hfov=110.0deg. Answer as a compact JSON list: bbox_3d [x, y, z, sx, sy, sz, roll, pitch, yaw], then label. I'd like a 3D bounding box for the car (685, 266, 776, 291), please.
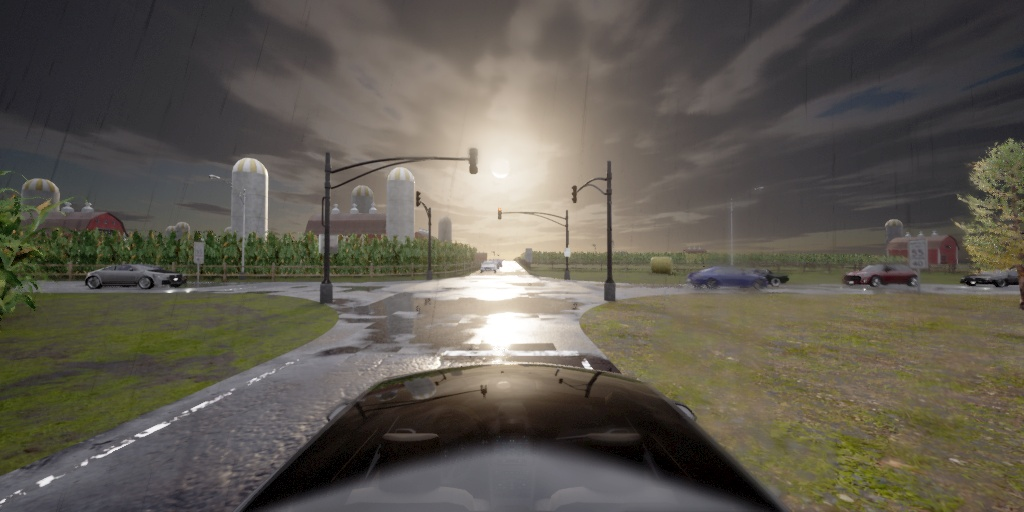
[{"bbox_3d":[13.367,1.378,22.448,4.674,1.442,1.812,0,-1,0],"label":"car"}]

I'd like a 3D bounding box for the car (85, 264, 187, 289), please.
[{"bbox_3d":[-20.969,1.117,20.125,4.181,1.385,1.994,0,-1,-3],"label":"car"}]

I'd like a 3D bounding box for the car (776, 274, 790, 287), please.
[{"bbox_3d":[17.398,1.566,26.294,4.718,1.301,1.895,1,-1,-4],"label":"car"}]

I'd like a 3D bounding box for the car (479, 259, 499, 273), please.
[{"bbox_3d":[-2.807,1.312,43.480,1.812,1.442,4.674,0,0,-1],"label":"car"}]

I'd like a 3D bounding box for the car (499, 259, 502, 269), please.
[{"bbox_3d":[-2.870,1.330,55.647,1.812,1.442,4.674,0,0,0],"label":"car"}]

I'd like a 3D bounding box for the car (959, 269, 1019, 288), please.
[{"bbox_3d":[38.167,1.709,27.815,5.357,1.411,2.033,1,-1,-4],"label":"car"}]

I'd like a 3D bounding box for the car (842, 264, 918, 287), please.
[{"bbox_3d":[27.666,1.412,27.031,4.553,1.767,2.097,1,-1,-4],"label":"car"}]
